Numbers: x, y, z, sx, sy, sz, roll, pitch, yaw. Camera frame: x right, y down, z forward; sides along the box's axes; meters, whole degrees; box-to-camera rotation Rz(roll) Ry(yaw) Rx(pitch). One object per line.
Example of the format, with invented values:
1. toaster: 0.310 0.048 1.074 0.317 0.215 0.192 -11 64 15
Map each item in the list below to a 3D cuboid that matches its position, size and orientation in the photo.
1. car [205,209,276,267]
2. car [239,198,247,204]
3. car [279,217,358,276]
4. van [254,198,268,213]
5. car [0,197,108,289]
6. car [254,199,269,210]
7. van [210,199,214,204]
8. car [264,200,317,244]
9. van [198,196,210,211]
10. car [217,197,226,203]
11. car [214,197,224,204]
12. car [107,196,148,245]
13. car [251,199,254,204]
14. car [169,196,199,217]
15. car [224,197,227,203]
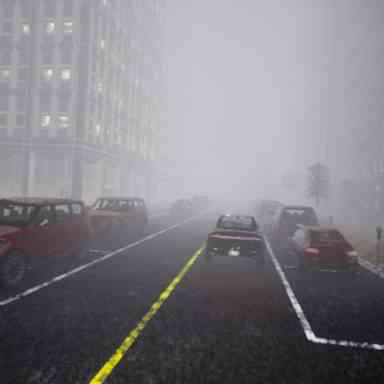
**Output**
1. car: 1.604 1.573 12.008 2.128 1.511 4.902 3 0 9
2. car: 12.925 2.194 84.887 2.128 1.511 4.902 3 0 9
3. car: 4.172 1.795 11.051 1.802 1.307 4.206 3 0 9
4. van: 9.465 1.832 45.884 1.690 1.788 3.998 3 0 9
5. car: -4.399 1.088 8.744 2.192 1.841 5.009 3 0 9
6. car: 7.332 1.694 31.802 2.192 1.841 5.009 3 0 9
7. van: 1.689 1.435 47.095 1.690 1.788 3.998 3 0 9
8. car: 5.113 1.577 17.018 2.192 1.841 5.009 3 0 9
9. van: 0.837 1.391 41.614 1.690 1.788 3.998 3 0 9
10. car: 7.640 1.965 85.465 1.947 1.339 4.313 3 0 9
11. car: 5.084 1.851 69.021 1.802 1.307 4.206 3 0 9
12. car: -3.427 1.140 15.001 2.192 1.841 5.009 3 0 9
13. car: 8.615 1.762 40.402 2.192 1.841 5.009 3 0 9
14. car: -0.856 1.401 31.165 1.967 1.590 4.097 3 0 9
15. car: 6.764 1.880 79.816 1.752 1.417 4.829 3 0 9
